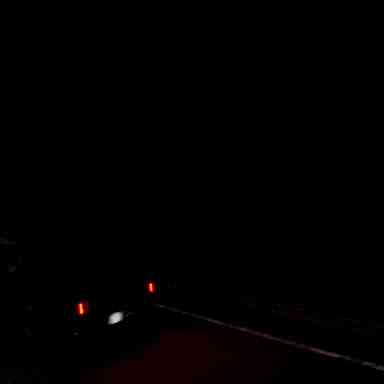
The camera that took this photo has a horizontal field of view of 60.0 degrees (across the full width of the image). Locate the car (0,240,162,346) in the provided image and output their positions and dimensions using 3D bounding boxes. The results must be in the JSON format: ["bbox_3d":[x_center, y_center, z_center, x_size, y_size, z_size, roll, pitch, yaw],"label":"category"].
[{"bbox_3d":[-2.875,1.611,6.414,4.718,1.301,1.895,0,0,39],"label":"car"}]
